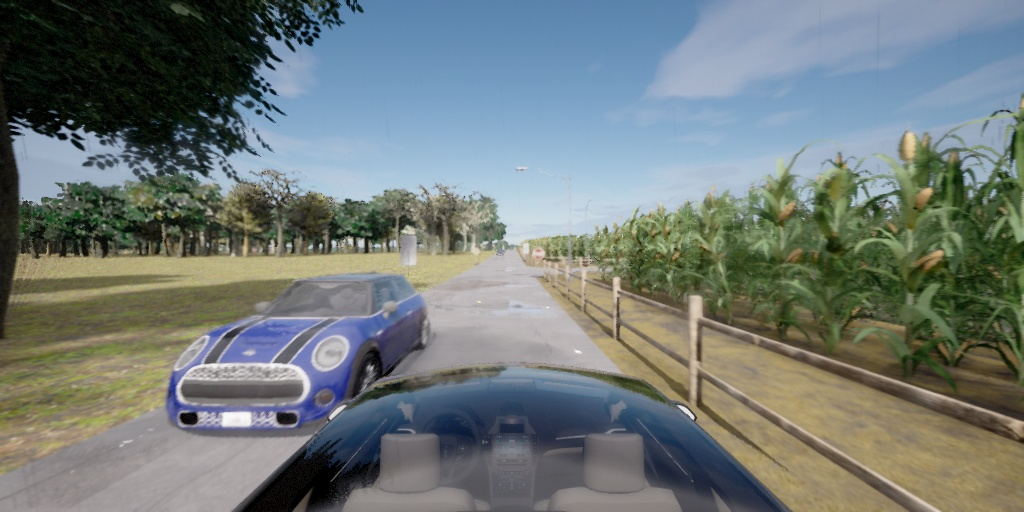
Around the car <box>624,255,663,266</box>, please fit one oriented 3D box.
[{"bbox_3d":[13.861,0.651,36.186,4.902,1.511,2.128,-1,1,0],"label":"car"}]

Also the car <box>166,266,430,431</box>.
[{"bbox_3d":[-2.848,1.094,5.956,2.097,1.767,4.553,0,0,0],"label":"car"}]
